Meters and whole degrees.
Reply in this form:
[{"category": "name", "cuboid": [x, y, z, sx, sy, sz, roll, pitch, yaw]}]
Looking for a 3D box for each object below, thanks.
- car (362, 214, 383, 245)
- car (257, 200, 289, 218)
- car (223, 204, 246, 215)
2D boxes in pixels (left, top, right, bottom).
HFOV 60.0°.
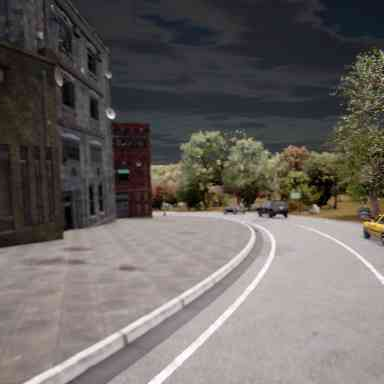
[{"category": "car", "cuboid": [10.029, 1.725, 16.576, 1.801, 1.575, 5.366, -1, -1, 12]}, {"category": "car", "cuboid": [9.583, 2.011, 39.888, 2.150, 2.045, 5.566, -2, -1, -9]}, {"category": "car", "cuboid": [6.573, 2.708, 51.984, 2.128, 1.511, 4.902, -3, -1, -23]}]
